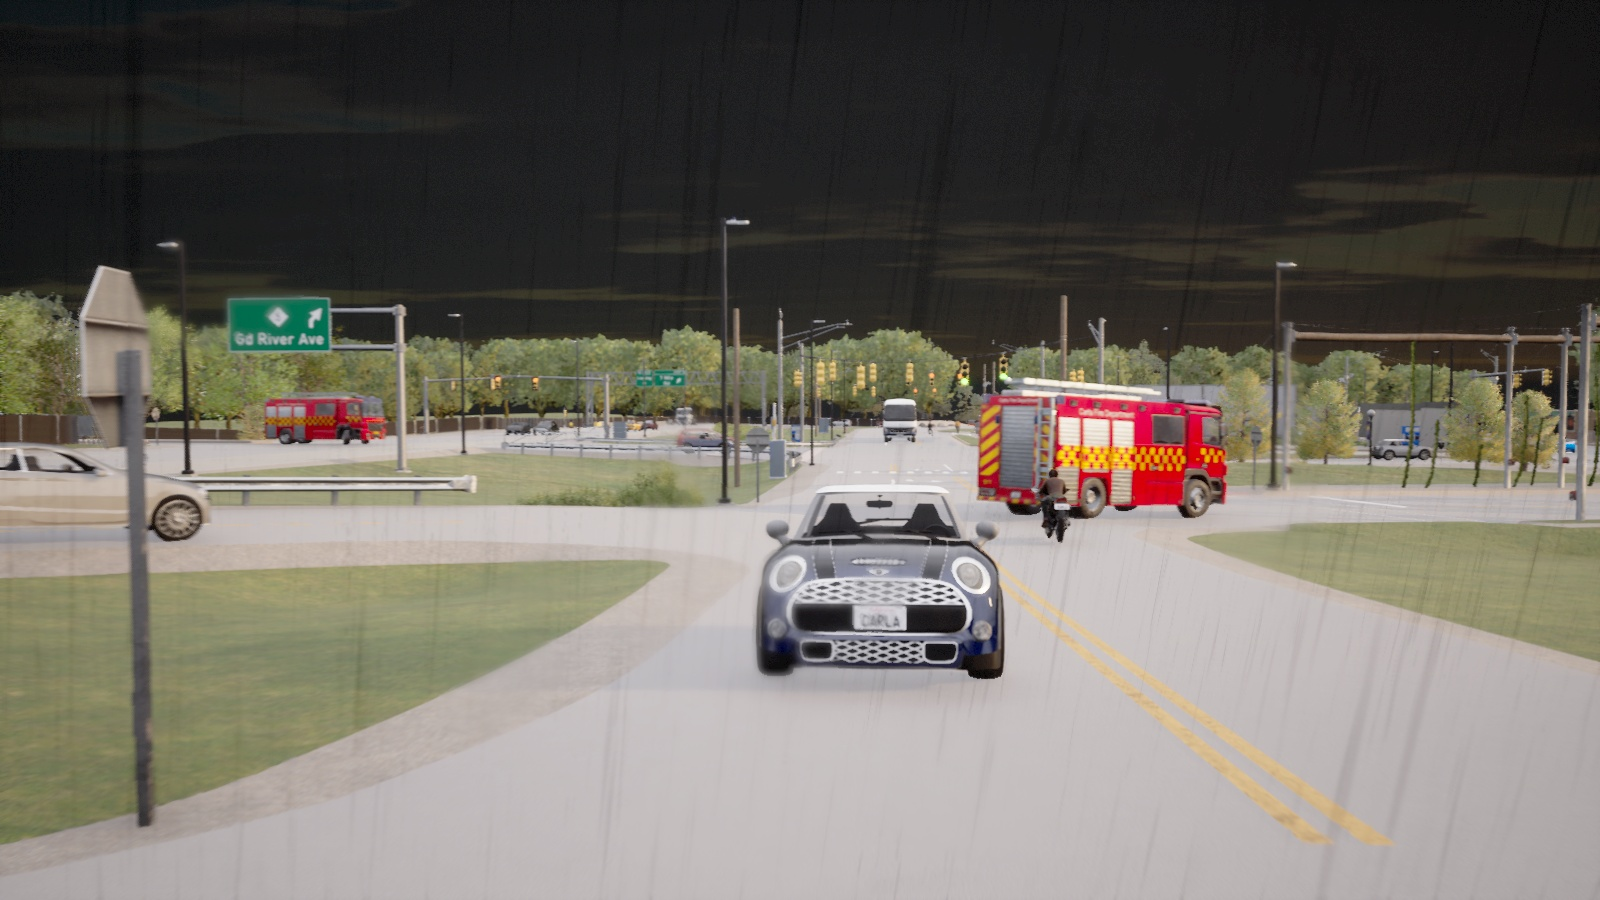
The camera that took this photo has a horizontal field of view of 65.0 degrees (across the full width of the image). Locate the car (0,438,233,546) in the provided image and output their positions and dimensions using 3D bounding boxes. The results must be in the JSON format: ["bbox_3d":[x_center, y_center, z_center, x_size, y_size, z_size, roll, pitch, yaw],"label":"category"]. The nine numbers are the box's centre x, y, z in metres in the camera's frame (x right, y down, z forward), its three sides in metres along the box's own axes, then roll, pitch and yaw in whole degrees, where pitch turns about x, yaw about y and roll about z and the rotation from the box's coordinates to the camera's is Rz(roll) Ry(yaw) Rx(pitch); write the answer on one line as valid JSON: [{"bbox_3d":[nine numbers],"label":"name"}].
[{"bbox_3d":[-12.548,0.653,21.130,5.027,1.651,2.152,1,1,-44],"label":"car"}]

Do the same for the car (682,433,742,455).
[{"bbox_3d":[-6.123,-0.437,87.402,3.806,1.475,1.970,0,2,8],"label":"car"}]

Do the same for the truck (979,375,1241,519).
[{"bbox_3d":[9.304,-0.044,37.041,8.468,3.827,2.891,1,1,-39],"label":"truck"}]

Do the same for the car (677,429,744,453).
[{"bbox_3d":[-6.472,-0.693,91.169,4.611,1.667,2.242,0,2,2],"label":"car"}]

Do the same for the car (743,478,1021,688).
[{"bbox_3d":[0.733,0.997,10.882,1.970,1.475,3.806,0,-1,5],"label":"car"}]

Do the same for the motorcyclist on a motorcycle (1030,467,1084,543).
[{"bbox_3d":[5.402,1.129,26.484,0.797,1.523,2.044,0,0,2],"label":"motorcyclist on a motorcycle"}]
